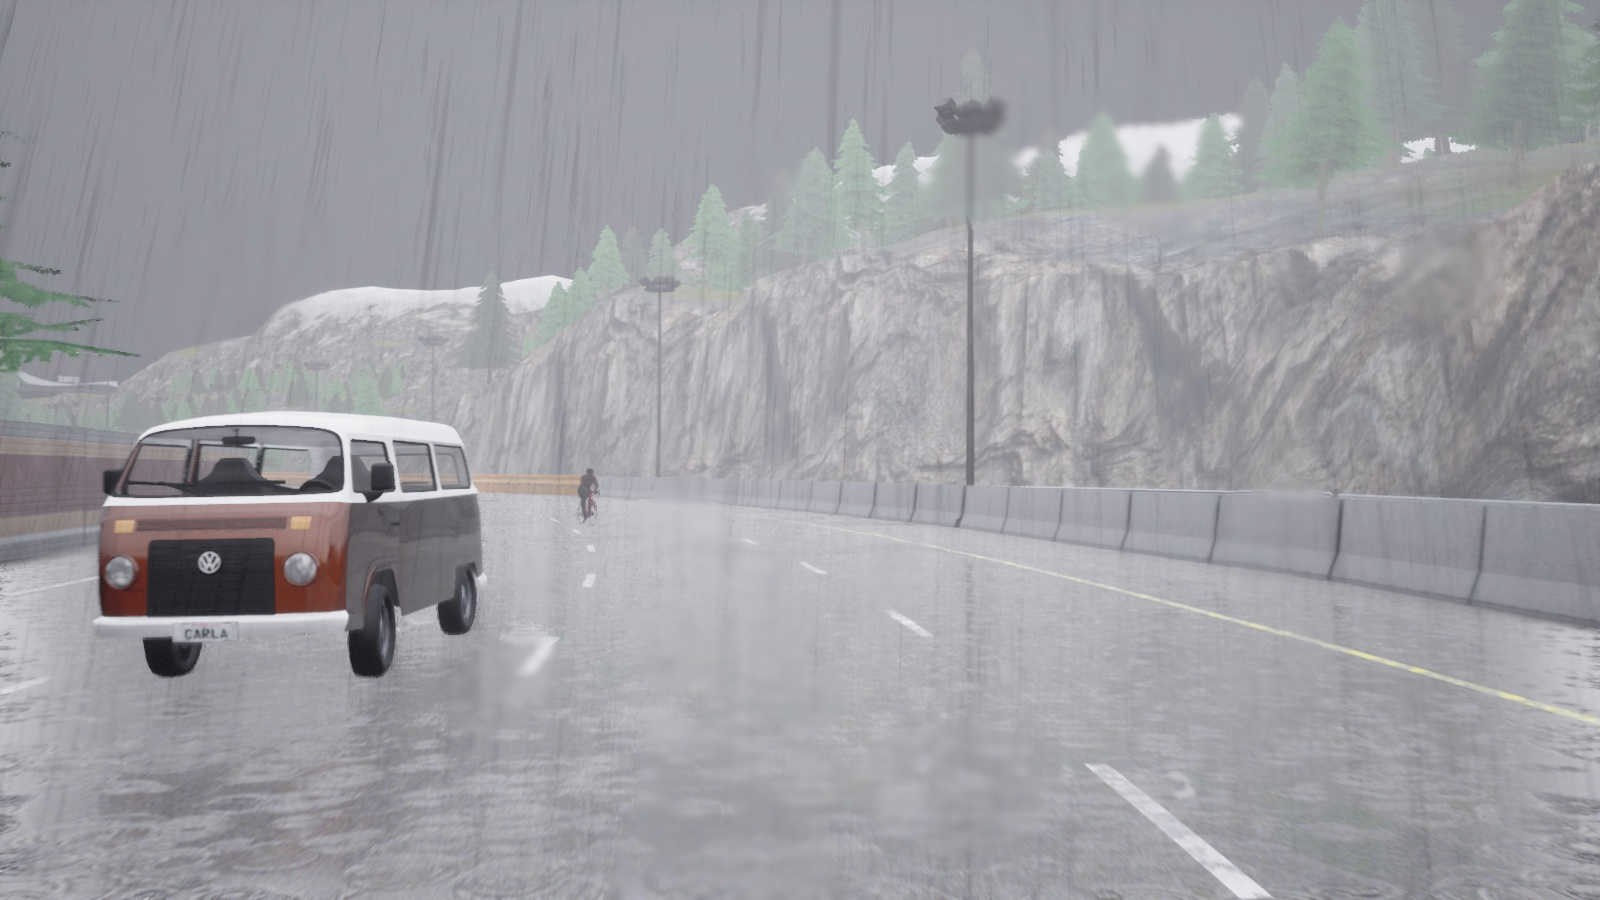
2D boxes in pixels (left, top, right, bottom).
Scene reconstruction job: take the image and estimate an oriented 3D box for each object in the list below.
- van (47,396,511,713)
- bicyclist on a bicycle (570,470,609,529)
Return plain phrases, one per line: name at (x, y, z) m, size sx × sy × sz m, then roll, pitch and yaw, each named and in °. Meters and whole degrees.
van at (-3.964, 0.734, 10.557) m, size 2.069 × 2.038 × 4.480 m, roll -2°, pitch -1°, yaw -1°
bicyclist on a bicycle at (-5.994, 1.391, 35.700) m, size 0.582 × 1.620 × 1.656 m, roll 0°, pitch -1°, yaw -29°
